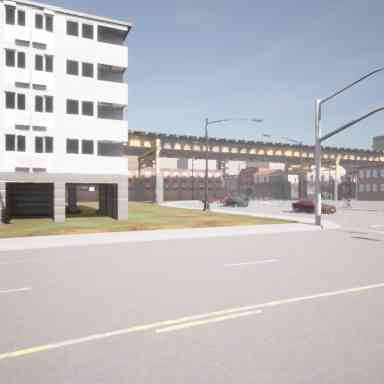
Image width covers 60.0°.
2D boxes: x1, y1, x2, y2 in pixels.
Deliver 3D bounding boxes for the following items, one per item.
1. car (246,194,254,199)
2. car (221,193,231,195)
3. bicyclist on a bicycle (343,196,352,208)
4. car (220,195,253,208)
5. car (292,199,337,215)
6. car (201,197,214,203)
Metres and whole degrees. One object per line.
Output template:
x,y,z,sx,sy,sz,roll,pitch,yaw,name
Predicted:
11.346,1.525,75.425,2.128,1.511,4.902,0,0,41,car
6.751,1.221,65.725,2.150,2.045,5.566,0,0,11,car
20.236,1.303,43.344,1.656,1.620,0.582,0,0,-25,bicyclist on a bicycle
6.262,1.506,47.500,1.837,1.490,4.892,0,0,-24,car
12.448,1.478,34.149,1.882,1.535,5.008,0,0,-25,car
3.142,1.601,66.449,1.895,1.301,4.718,0,0,13,car
